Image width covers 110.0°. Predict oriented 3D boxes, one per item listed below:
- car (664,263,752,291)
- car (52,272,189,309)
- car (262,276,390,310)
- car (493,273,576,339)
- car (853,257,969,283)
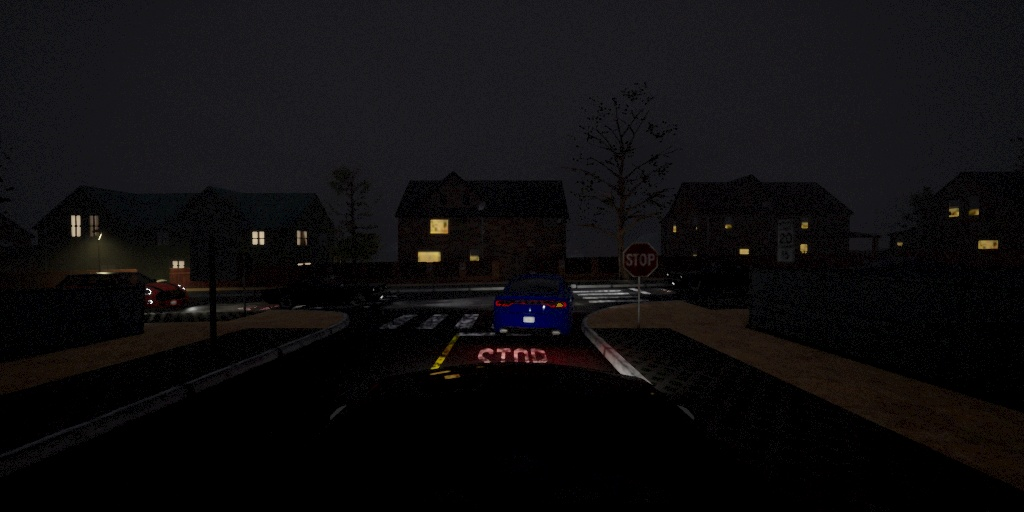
[{"bbox_3d":[10.414,1.034,18.331,4.718,1.301,1.895,-1,1,-1],"label":"car"},{"bbox_3d":[-16.796,1.472,15.402,4.553,1.767,2.097,-1,1,0],"label":"car"},{"bbox_3d":[-7.808,1.506,15.408,4.718,1.301,1.895,-1,1,0],"label":"car"},{"bbox_3d":[0.788,1.226,10.198,1.882,1.535,5.008,0,0,10],"label":"car"},{"bbox_3d":[20.060,0.753,18.365,5.357,1.411,2.033,-1,1,0],"label":"car"}]
